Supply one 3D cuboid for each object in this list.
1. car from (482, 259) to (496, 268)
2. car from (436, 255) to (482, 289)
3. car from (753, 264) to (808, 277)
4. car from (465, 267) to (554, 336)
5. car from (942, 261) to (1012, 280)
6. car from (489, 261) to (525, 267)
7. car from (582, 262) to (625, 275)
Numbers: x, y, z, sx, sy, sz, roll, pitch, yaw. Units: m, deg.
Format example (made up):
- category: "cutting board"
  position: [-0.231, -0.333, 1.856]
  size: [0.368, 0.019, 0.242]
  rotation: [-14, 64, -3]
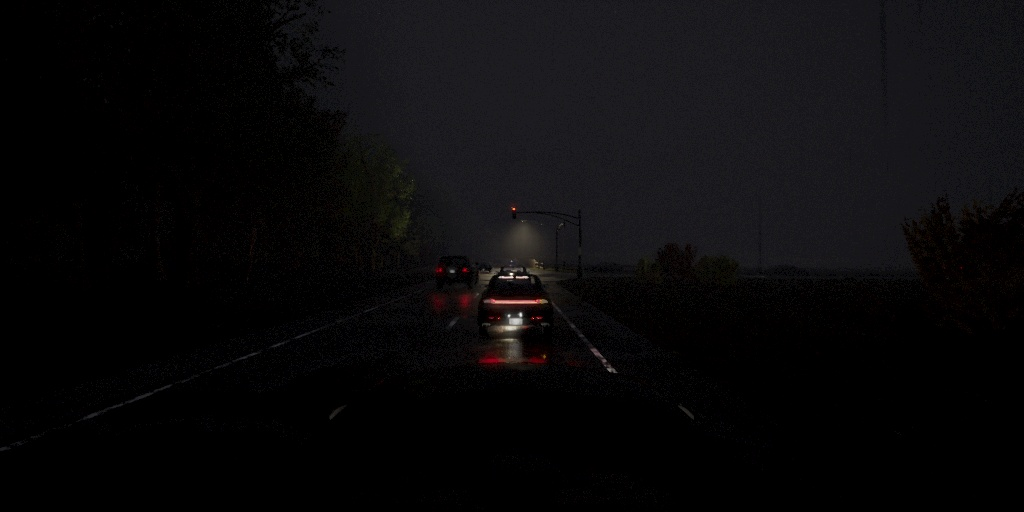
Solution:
- category: "car"
  position: [-3.499, 1.357, 46.430]
  size: [1.895, 1.301, 4.718]
  rotation: [0, 0, 0]
- category: "car"
  position: [-3.445, 0.976, 23.317]
  size: [2.150, 2.045, 5.566]
  rotation: [0, 0, 0]
- category: "car"
  position: [31.713, 1.702, 42.355]
  size: [5.357, 1.411, 2.033]
  rotation: [1, -1, 0]
- category: "car"
  position: [0.084, 1.244, 10.394]
  size: [2.128, 1.511, 4.902]
  rotation: [0, 0, 0]
- category: "car"
  position: [50.197, 1.517, 38.704]
  size: [5.566, 2.045, 2.150]
  rotation: [1, -1, 1]
- category: "car"
  position: [0.066, 1.246, 19.792]
  size: [2.128, 1.511, 4.902]
  rotation: [0, 0, 0]
- category: "car"
  position: [10.938, 1.427, 42.858]
  size: [4.902, 1.511, 2.128]
  rotation: [1, -1, 7]
